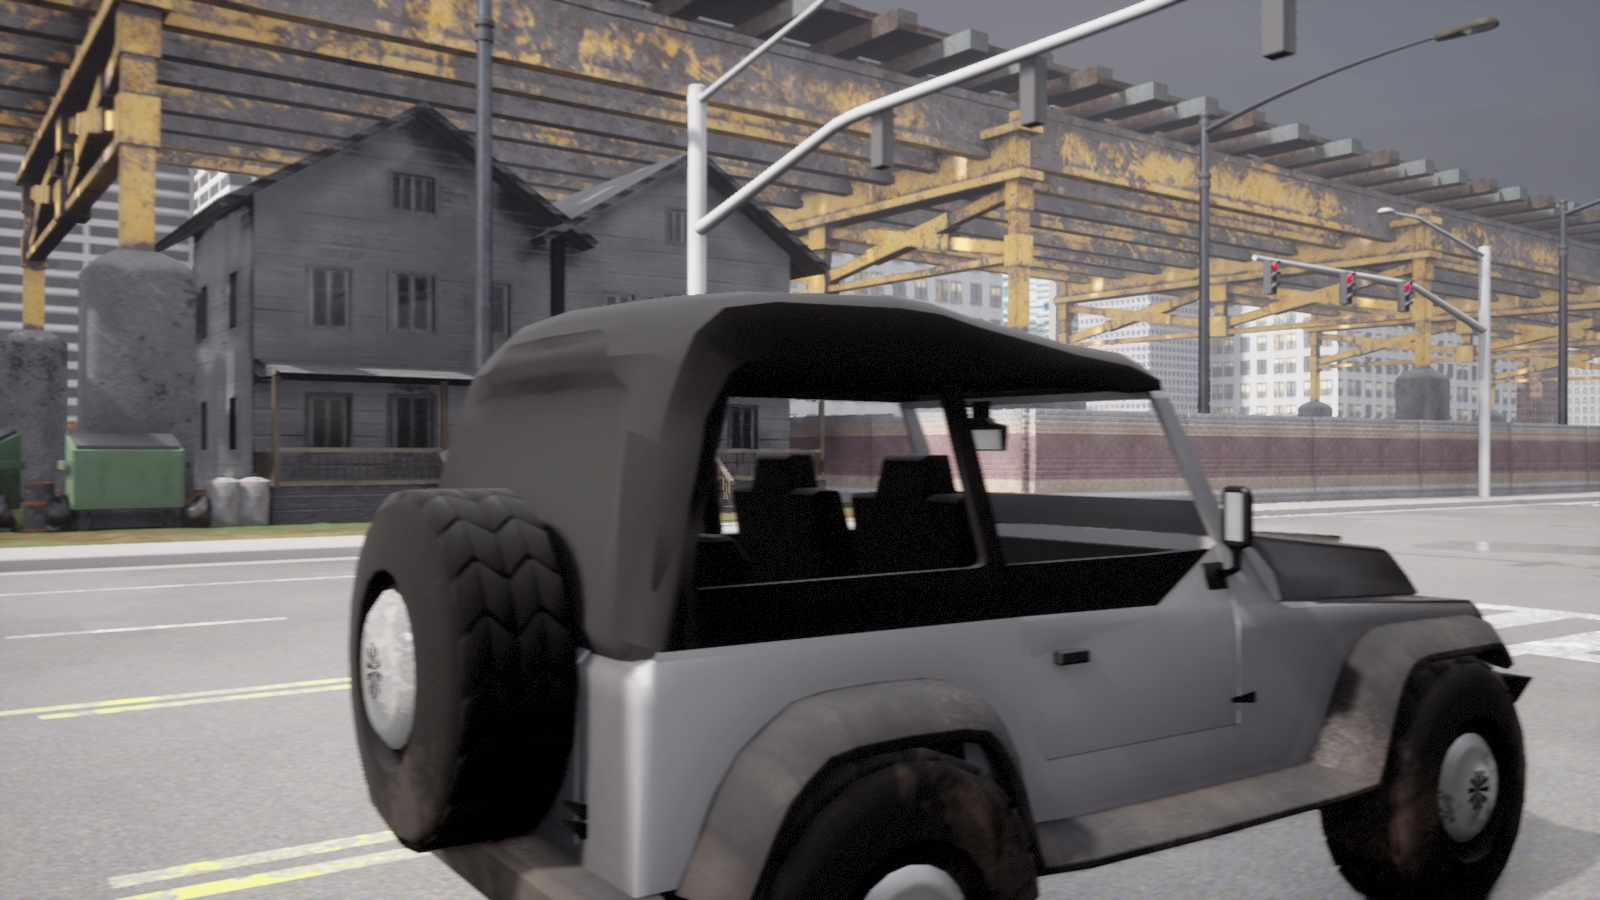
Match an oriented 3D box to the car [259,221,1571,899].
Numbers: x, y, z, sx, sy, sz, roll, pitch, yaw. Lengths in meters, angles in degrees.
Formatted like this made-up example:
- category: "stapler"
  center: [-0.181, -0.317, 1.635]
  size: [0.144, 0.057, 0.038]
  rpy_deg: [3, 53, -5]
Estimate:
- category: "car"
  center: [0.528, 0.546, 4.034]
  size: [3.866, 1.878, 1.905]
  rpy_deg: [0, 0, -34]
